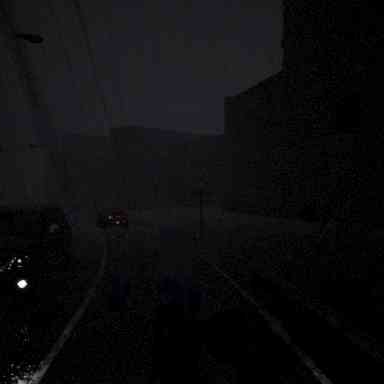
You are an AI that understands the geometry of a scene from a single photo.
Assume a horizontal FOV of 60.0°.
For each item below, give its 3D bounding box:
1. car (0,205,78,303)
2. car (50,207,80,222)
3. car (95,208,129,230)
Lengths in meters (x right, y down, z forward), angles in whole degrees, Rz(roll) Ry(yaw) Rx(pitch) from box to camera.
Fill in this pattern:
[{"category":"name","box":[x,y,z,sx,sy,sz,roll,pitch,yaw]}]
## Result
[{"category":"car","box":[-4.593,1.391,8.730,2.150,2.045,5.566,-1,-1,-10]},{"category":"car","box":[-14.876,2.591,38.788,1.812,1.442,4.674,-3,-1,-40]},{"category":"car","box":[-6.234,2.020,25.472,2.128,1.511,4.902,-2,-1,-25]}]
